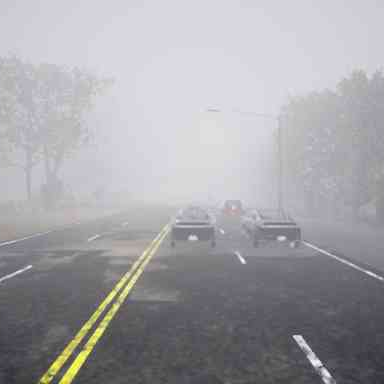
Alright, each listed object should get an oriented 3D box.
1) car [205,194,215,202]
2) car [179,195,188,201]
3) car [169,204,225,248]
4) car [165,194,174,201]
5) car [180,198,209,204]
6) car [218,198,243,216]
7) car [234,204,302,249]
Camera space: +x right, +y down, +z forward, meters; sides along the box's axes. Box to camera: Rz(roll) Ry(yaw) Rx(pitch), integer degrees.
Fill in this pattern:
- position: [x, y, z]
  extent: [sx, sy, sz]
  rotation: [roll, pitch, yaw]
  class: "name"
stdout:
- position: [4.002, 1.232, 72.447]
  extent: [2.097, 1.767, 4.553]
  rotation: [0, 0, 2]
  class: "car"
- position: [-1.822, 1.376, 75.966]
  extent: [1.994, 1.385, 4.181]
  rotation: [0, 0, 2]
  class: "car"
- position: [0.055, 1.486, 14.618]
  extent: [2.128, 1.511, 4.902]
  rotation: [0, 0, 0]
  class: "car"
- position: [-5.069, 1.322, 76.094]
  extent: [1.837, 1.490, 4.892]
  rotation: [0, 0, 2]
  class: "car"
- position: [0.220, 1.544, 29.605]
  extent: [1.994, 1.385, 4.181]
  rotation: [0, 0, 1]
  class: "car"
- position: [3.469, 1.338, 29.526]
  extent: [2.097, 1.767, 4.553]
  rotation: [0, 0, 1]
  class: "car"
- position: [3.305, 1.486, 14.594]
  extent: [2.128, 1.511, 4.902]
  rotation: [0, 0, 0]
  class: "car"
